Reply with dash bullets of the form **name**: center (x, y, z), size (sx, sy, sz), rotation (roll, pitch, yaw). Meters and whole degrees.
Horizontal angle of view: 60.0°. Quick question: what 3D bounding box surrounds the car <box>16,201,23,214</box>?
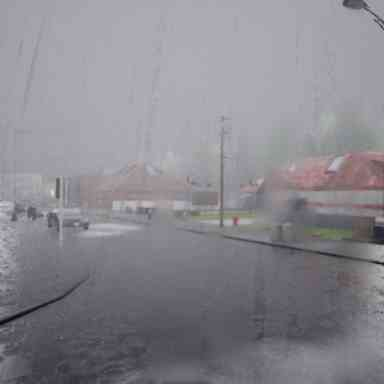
- **car**: center (-19.694, 1.765, 39.376), size (2.128, 1.511, 4.902), rotation (1, -1, -33)

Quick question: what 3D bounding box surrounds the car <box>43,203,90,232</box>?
- **car**: center (-8.240, 1.701, 21.993), size (1.812, 1.442, 4.674), rotation (1, -1, -34)

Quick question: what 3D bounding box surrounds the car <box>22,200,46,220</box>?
- **car**: center (-13.774, 1.715, 30.359), size (2.128, 1.511, 4.902), rotation (1, -1, -33)
